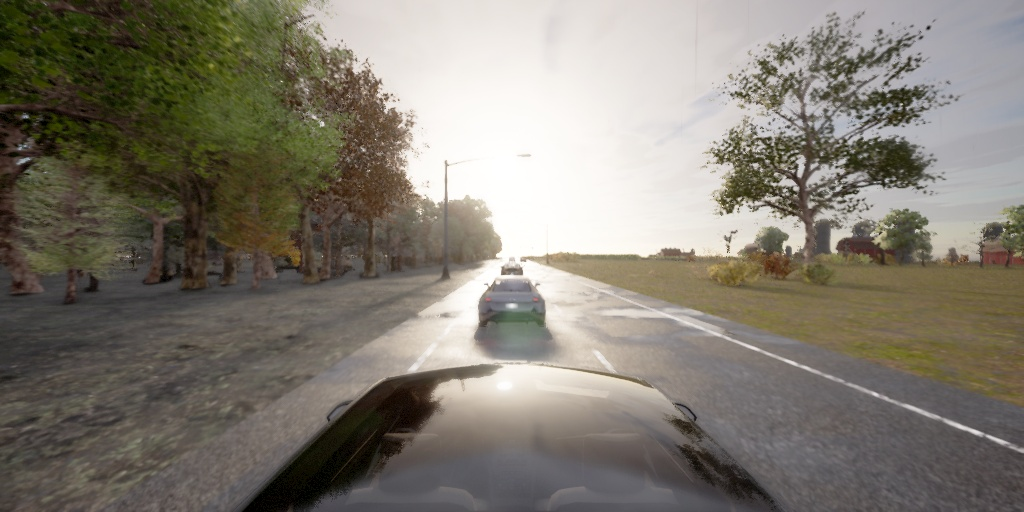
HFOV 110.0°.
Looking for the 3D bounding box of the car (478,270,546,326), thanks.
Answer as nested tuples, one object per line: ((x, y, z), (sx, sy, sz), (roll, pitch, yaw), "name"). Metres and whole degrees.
((0.002, 1.326, 11.706), (1.994, 1.385, 4.181), (0, 0, 0), "car")

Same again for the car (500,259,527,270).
((0.005, 1.255, 30.709), (1.882, 1.535, 5.008), (0, 0, 0), "car")
